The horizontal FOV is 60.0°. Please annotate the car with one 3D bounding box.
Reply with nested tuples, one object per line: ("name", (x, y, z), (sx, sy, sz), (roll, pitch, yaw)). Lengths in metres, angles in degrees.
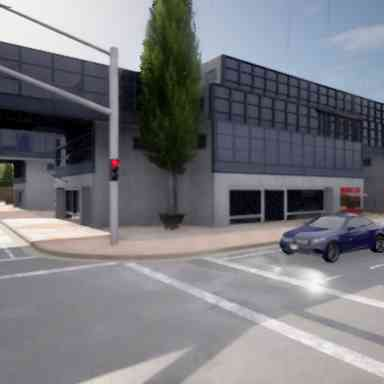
("car", (5.219, 1.500, 12.024), (4.674, 1.442, 1.812), (0, 0, -34))
